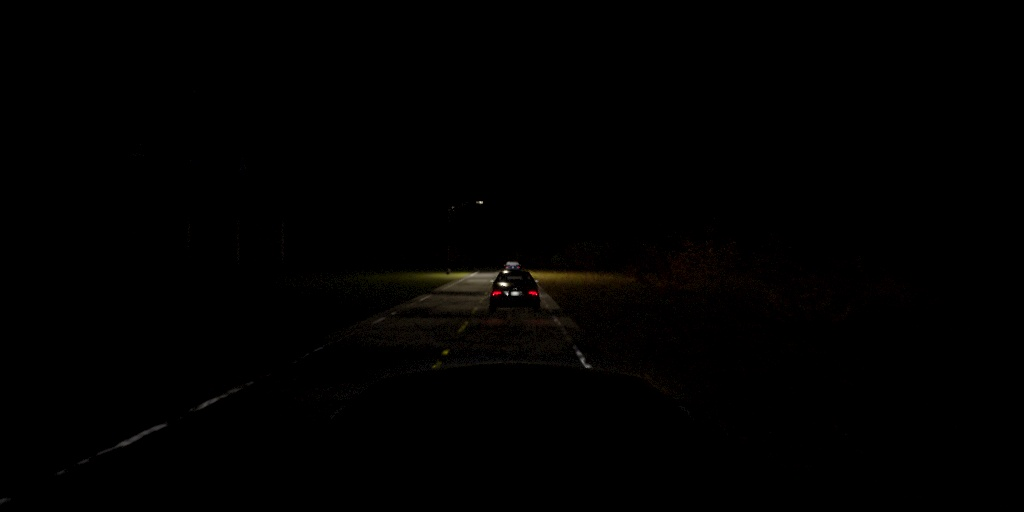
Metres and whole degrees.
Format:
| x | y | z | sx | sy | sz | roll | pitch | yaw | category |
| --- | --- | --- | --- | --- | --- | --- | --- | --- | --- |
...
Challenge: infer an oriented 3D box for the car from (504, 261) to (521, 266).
| x | y | z | sx | sy | sz | roll | pitch | yaw | category |
| --- | --- | --- | --- | --- | --- | --- | --- | --- | --- |
| 0.059 | 1.285 | 40.774 | 2.033 | 1.411 | 5.357 | 0 | 0 | -1 | car |

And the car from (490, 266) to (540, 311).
| x | y | z | sx | sy | sz | roll | pitch | yaw | category |
| --- | --- | --- | --- | --- | --- | --- | --- | --- | --- |
| 0.099 | 1.300 | 14.490 | 2.033 | 1.411 | 5.357 | 0 | 0 | 0 | car |
